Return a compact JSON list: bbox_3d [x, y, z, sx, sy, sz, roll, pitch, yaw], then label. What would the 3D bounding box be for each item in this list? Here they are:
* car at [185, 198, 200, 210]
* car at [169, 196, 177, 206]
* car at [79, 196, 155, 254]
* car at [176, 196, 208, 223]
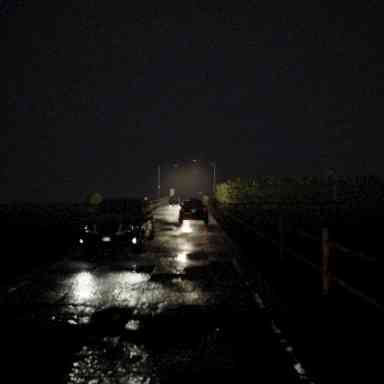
[{"bbox_3d":[0.096,1.502,42.915,1.837,1.490,4.892,0,0,0],"label":"car"},{"bbox_3d":[-2.813,1.503,56.753,1.837,1.490,4.892,0,0,0],"label":"car"},{"bbox_3d":[-2.853,1.219,13.855,2.150,2.045,5.566,0,0,0],"label":"car"},{"bbox_3d":[0.097,1.350,25.354,2.097,1.767,4.553,0,0,0],"label":"car"}]
